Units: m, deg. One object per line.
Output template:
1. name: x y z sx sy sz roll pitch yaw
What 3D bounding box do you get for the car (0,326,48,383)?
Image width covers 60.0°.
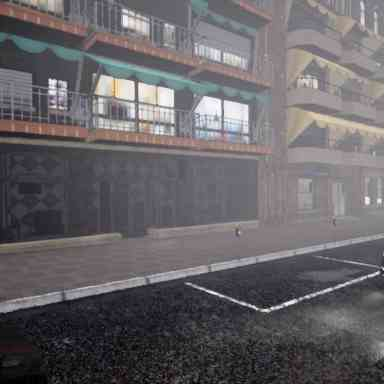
1. car: -2.929 1.492 0.905 4.902 1.511 2.128 0 0 -41

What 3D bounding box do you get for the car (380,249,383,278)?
1. car: 6.671 1.488 8.608 4.902 1.511 2.128 0 0 -38
